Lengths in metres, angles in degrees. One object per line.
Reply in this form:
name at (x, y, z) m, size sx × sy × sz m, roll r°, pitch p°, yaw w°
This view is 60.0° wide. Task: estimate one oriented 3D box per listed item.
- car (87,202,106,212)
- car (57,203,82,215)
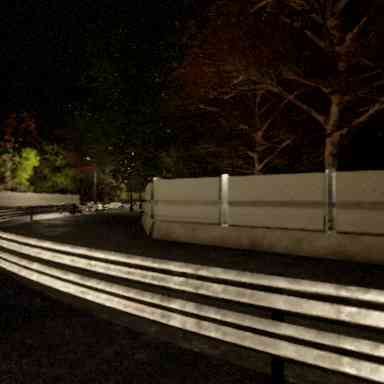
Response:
car at (-16.087, 2.535, 56.013) m, size 1.837 × 1.490 × 4.892 m, roll 0°, pitch -1°, yaw 6°
car at (-16.985, 2.341, 46.404) m, size 1.837 × 1.490 × 4.892 m, roll 0°, pitch -2°, yaw 6°
